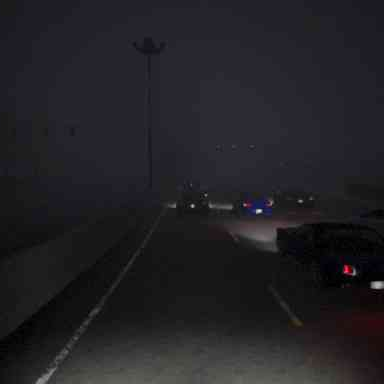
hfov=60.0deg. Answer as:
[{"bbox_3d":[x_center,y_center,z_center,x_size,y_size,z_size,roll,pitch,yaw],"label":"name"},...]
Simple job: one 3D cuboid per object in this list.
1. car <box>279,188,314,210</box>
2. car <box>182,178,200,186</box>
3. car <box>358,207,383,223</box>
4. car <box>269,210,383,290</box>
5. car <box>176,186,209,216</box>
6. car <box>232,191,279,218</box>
[{"bbox_3d":[7.014,0.394,23.478,1.994,1.385,4.181,0,5,0],"label":"car"},{"bbox_3d":[-0.075,-0.958,39.077,2.163,1.488,4.792,0,5,0],"label":"car"},{"bbox_3d":[7.074,1.219,11.555,1.812,1.442,4.674,0,3,0],"label":"car"},{"bbox_3d":[3.587,1.423,8.622,1.895,1.301,4.718,0,2,0],"label":"car"},{"bbox_3d":[0.026,0.604,20.881,1.994,1.385,4.181,0,5,0],"label":"car"},{"bbox_3d":[3.531,0.649,19.865,1.812,1.442,4.674,0,5,0],"label":"car"}]
